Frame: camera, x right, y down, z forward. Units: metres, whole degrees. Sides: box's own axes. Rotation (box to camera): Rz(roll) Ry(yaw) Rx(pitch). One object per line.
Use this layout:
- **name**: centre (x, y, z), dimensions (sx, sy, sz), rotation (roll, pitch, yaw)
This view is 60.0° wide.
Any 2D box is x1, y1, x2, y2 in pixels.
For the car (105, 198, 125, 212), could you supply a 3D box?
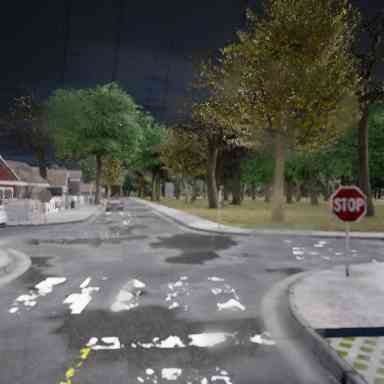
- **car**: centre (-8.589, 1.448, 37.168), dimensions (1.812, 1.442, 4.674), rotation (0, 0, -12)

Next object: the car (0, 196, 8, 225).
- **car**: centre (-12.695, 1.149, 17.494), dimensions (5.566, 2.045, 2.150), rotation (0, 2, 4)
